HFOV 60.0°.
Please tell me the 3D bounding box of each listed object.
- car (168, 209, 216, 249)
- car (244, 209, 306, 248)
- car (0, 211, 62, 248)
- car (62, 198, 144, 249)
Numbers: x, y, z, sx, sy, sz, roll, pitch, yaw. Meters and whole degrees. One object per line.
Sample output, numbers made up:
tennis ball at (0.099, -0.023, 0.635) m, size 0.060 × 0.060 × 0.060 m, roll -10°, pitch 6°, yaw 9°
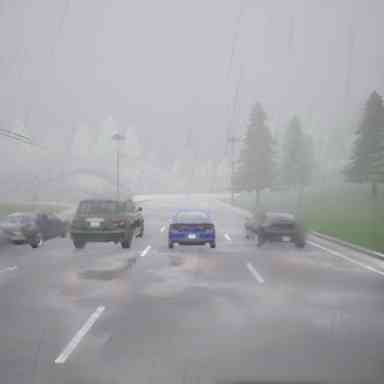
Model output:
car at (0.000, 1.482, 14.650) m, size 1.882 × 1.535 × 5.008 m, roll 0°, pitch 0°, yaw 0°
car at (3.500, 1.514, 14.650) m, size 1.837 × 1.490 × 4.892 m, roll 0°, pitch 0°, yaw 0°
car at (-7.000, 1.560, 14.650) m, size 2.033 × 1.411 × 5.357 m, roll 0°, pitch 0°, yaw 0°
car at (-3.500, 1.255, 14.680) m, size 2.150 × 2.045 × 5.566 m, roll 0°, pitch 0°, yaw 0°
